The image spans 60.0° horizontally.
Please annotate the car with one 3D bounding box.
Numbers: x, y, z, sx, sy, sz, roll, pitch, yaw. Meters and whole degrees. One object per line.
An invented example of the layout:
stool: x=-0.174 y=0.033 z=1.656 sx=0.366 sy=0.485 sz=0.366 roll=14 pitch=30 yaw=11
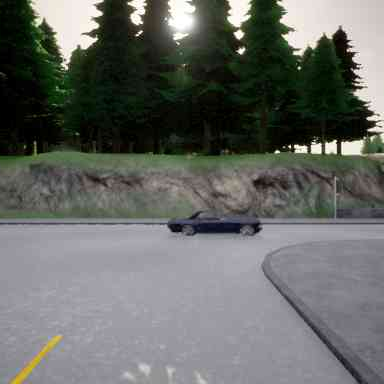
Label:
car: x=1.149 y=1.601 z=17.051 sx=4.718 sy=1.301 sz=1.895 roll=0 pitch=0 yaw=0
